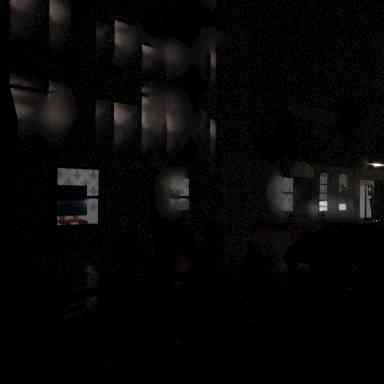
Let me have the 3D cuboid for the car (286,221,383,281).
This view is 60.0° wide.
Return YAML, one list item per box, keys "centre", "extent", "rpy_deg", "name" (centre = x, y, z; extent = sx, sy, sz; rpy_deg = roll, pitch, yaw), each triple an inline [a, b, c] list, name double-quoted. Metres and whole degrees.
- centre: [4.689, 1.568, 9.896]
  extent: [4.313, 1.339, 1.947]
  rpy_deg: [0, 0, -35]
  name: "car"
